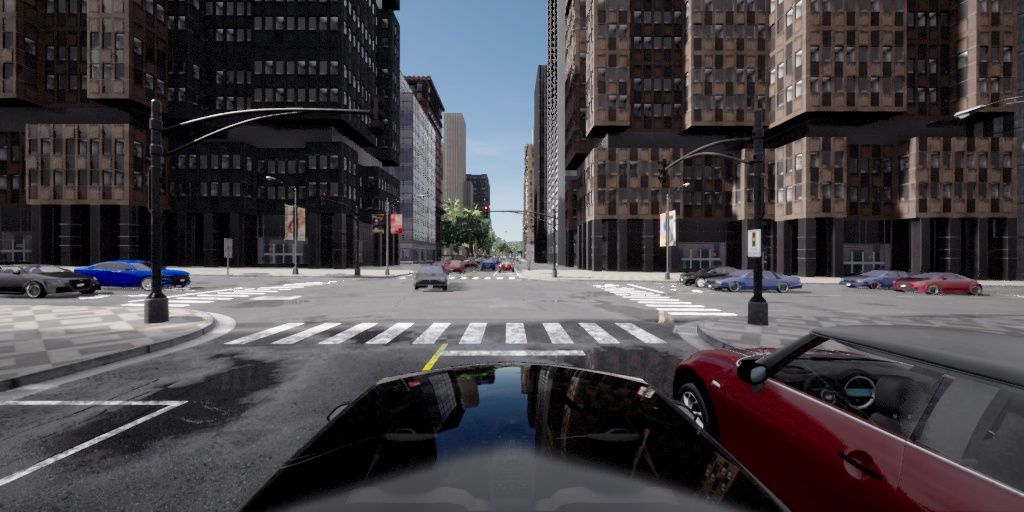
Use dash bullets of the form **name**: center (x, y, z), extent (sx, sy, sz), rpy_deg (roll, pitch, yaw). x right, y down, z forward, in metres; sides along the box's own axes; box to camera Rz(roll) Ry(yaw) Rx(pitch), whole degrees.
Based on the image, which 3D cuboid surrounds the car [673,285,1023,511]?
- **car**: center (2.763, 1.190, 2.445), extent (1.967, 1.591, 4.097), rpy_deg (0, 0, 0)

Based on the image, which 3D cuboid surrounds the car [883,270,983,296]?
- **car**: center (26.694, 1.721, 22.641), extent (4.181, 1.385, 1.994), rpy_deg (1, 0, 0)

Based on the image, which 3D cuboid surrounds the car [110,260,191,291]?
- **car**: center (-19.850, 0.976, 18.864), extent (5.008, 1.535, 1.882), rpy_deg (1, 0, 0)

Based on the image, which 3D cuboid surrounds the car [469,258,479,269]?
- **car**: center (-6.622, 1.393, 58.846), extent (1.895, 1.301, 4.718), rpy_deg (0, 0, 0)

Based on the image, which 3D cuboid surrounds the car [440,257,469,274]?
- **car**: center (-6.499, 1.229, 40.989), extent (1.882, 1.535, 5.008), rpy_deg (0, 0, 0)

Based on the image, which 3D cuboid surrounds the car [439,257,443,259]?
- **car**: center (-9.225, 1.084, 49.195), extent (2.192, 1.841, 5.009), rpy_deg (0, 0, 0)

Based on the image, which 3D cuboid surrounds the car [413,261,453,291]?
- **car**: center (-4.872, 1.253, 21.701), extent (2.033, 1.411, 5.357), rpy_deg (1, 0, -12)

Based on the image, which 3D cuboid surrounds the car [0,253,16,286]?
- **car**: center (-29.729, 0.711, 18.795), extent (4.553, 1.767, 2.097), rpy_deg (1, 0, 0)

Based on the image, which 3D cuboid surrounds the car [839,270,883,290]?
- **car**: center (26.977, 1.706, 25.895), extent (5.357, 1.411, 2.033), rpy_deg (1, 0, 0)

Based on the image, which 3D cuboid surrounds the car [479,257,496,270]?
- **car**: center (-3.387, 1.255, 52.847), extent (1.882, 1.535, 5.008), rpy_deg (0, 0, 0)

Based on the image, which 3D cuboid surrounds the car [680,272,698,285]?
- **car**: center (14.707, 1.459, 25.809), extent (5.008, 1.535, 1.882), rpy_deg (1, 0, -1)

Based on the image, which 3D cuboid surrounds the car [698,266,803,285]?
- **car**: center (15.101, 1.539, 22.562), extent (5.357, 1.411, 2.033), rpy_deg (1, 0, 0)

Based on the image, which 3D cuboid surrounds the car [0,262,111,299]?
- **car**: center (-20.784, 1.053, 15.609), extent (4.181, 1.385, 1.994), rpy_deg (1, 0, 0)

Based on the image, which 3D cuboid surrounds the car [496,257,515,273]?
- **car**: center (-0.658, 1.197, 43.832), extent (1.967, 1.591, 4.097), rpy_deg (0, 0, 0)

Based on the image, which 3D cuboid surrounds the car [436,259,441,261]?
- **car**: center (-9.183, 1.324, 43.769), extent (1.948, 1.339, 4.313), rpy_deg (0, 0, 0)
